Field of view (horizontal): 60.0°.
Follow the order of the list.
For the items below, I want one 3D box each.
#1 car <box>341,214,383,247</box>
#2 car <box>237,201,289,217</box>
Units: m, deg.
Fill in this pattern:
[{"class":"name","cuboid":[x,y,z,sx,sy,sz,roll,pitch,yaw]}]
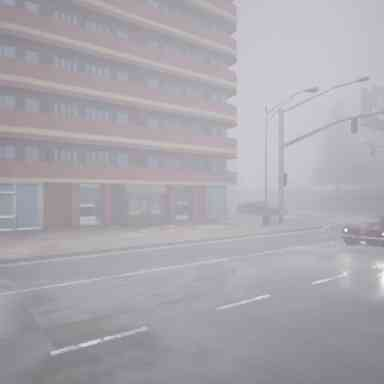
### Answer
[{"class":"car","cuboid":[8.274,1.601,13.856,4.718,1.301,1.895,0,0,-35]},{"class":"car","cuboid":[6.727,1.548,32.162,2.033,1.411,5.357,0,0,-36]}]
